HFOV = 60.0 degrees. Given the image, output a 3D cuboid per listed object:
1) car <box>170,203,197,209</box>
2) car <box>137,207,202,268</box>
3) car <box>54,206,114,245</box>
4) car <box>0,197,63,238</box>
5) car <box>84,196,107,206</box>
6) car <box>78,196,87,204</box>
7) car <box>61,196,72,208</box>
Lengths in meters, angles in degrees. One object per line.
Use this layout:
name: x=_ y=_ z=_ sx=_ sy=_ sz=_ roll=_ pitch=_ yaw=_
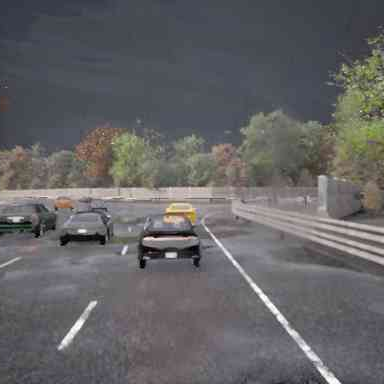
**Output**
car: x=-0.715 y=1.477 z=22.114 sx=1.882 sy=1.535 sz=5.008 roll=0 pitch=0 yaw=-1
car: x=-0.828 y=1.493 z=11.398 sx=2.128 sy=1.511 sz=4.902 roll=0 pitch=0 yaw=-6
car: x=-4.841 y=1.578 z=15.720 sx=1.994 sy=1.385 sz=4.181 roll=0 pitch=0 yaw=-9
car: x=-8.758 y=1.379 z=18.007 sx=2.097 sy=1.767 sz=4.553 roll=0 pitch=0 yaw=-10
car: x=-11.297 y=1.579 z=39.706 sx=2.033 sy=1.411 sz=5.357 roll=0 pitch=0 yaw=-22
car: x=-20.279 y=1.565 z=63.629 sx=1.837 sy=1.490 sz=4.892 roll=0 pitch=0 yaw=-34
car: x=-17.233 y=1.403 z=44.403 sx=2.097 sy=1.767 sz=4.553 roll=0 pitch=0 yaw=-24
